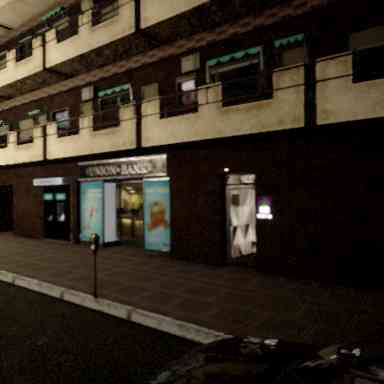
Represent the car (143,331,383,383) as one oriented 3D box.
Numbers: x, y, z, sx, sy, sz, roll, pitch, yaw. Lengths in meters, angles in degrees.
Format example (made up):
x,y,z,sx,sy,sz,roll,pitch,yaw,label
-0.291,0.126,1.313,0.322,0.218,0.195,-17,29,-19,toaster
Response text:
x,y,z,sx,sy,sz,roll,pitch,yaw,label
1.537,1.551,1.791,4.403,1.369,2.008,0,-1,36,car
